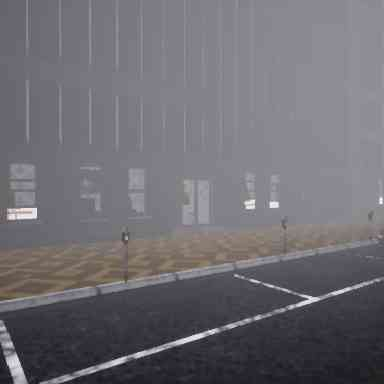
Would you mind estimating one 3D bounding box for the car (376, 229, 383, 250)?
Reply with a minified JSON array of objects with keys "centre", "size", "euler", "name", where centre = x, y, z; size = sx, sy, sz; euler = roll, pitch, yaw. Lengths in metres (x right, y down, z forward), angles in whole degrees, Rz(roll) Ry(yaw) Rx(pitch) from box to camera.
[{"centre":[8.819,1.541,12.851],"size":[4.403,1.369,2.008],"euler":[0,0,-36],"name":"car"}]
